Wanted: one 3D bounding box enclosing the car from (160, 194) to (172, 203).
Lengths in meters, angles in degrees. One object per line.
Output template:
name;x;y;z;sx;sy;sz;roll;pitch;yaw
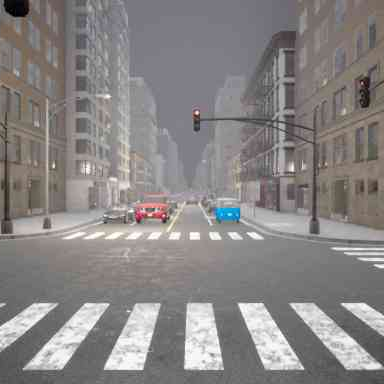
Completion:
car;-5.471;1.292;70.365;2.192;1.841;5.009;0;0;0

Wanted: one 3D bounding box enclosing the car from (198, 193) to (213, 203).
car;2.574;1.305;53.335;2.192;1.841;5.009;0;0;0

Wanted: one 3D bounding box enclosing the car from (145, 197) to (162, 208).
car;-5.444;1.519;47.468;1.752;1.417;4.829;0;0;0

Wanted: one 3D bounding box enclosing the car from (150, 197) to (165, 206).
car;-5.451;1.556;53.320;1.947;1.339;4.313;0;0;0

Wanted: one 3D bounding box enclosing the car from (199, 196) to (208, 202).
car;2.547;1.524;76.060;2.008;1.369;4.403;0;0;0

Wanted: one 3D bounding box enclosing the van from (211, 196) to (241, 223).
van;2.607;1.340;24.928;1.690;1.788;3.998;0;0;0

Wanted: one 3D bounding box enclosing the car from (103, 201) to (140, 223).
car;-5.418;1.549;24.910;2.008;1.369;4.403;0;0;0

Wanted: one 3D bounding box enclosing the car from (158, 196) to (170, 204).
car;-5.464;1.547;64.683;1.947;1.339;4.313;0;0;0

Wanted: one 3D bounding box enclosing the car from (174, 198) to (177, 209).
car;-2.894;1.599;35.409;1.895;1.301;4.718;0;0;0

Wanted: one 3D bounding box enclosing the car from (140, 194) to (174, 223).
car;-2.878;1.220;25.592;2.150;2.045;5.566;0;0;0

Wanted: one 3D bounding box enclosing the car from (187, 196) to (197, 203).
car;0.016;1.579;68.732;1.895;1.301;4.718;0;0;0

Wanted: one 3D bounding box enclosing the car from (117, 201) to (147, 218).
car;-5.425;1.543;30.592;1.887;1.381;4.507;0;0;0

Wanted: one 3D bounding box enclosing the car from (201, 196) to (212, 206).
car;2.581;1.576;47.653;1.802;1.307;4.206;0;0;0

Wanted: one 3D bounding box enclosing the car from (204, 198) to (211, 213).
car;2.594;1.580;36.290;1.802;1.307;4.206;0;0;0

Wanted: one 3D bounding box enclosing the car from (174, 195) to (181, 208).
car;-2.889;1.500;45.469;1.837;1.490;4.892;0;0;0

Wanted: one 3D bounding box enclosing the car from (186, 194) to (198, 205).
car;0.033;1.550;57.879;1.994;1.385;4.181;0;0;0
